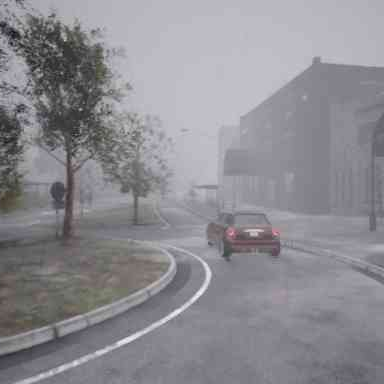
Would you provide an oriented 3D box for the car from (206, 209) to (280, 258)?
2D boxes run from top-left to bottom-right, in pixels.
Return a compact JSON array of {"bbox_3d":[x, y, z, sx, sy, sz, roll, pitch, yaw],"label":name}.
[{"bbox_3d":[1.916,1.526,13.767,2.097,1.767,4.553,1,-1,-7],"label":"car"}]

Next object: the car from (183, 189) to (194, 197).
[{"bbox_3d":[-1.235,0.589,87.924,2.097,1.535,5.008,0,0,2],"label":"car"}]

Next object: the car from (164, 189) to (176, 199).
[{"bbox_3d":[-4.548,0.336,69.027,2.150,2.045,5.566,0,1,0],"label":"car"}]

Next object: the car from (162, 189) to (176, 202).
[{"bbox_3d":[-4.108,0.634,58.278,2.150,2.045,5.566,1,1,-3],"label":"car"}]
